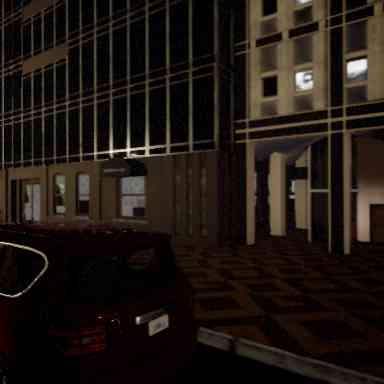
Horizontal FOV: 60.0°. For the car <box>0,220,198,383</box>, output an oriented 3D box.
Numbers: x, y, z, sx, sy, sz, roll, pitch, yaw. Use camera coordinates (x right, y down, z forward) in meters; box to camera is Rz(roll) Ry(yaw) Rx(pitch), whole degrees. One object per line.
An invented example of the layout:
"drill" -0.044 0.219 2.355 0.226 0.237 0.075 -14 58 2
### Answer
"car" -2.256 1.317 4.483 5.009 1.841 2.192 0 0 35
